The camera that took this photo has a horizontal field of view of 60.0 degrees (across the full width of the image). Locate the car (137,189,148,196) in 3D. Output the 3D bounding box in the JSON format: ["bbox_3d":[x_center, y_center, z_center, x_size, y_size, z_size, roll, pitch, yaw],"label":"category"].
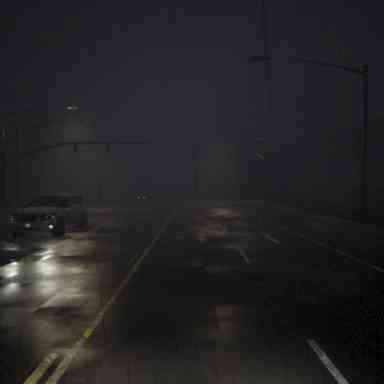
[{"bbox_3d":[-10.500,0.154,71.050,2.033,1.411,5.357,0,2,0],"label":"car"}]

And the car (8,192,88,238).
[{"bbox_3d":[-7.086,1.053,17.115,2.150,2.045,5.566,0,1,0],"label":"car"}]
